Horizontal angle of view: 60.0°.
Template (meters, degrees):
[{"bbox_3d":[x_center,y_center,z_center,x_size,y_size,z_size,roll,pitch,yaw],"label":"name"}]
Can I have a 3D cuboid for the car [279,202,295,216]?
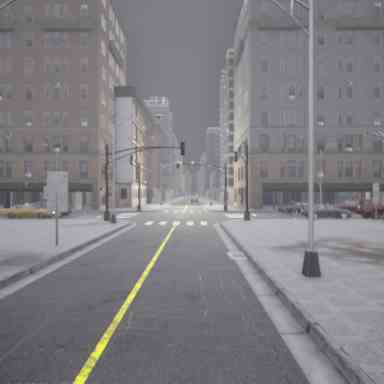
[{"bbox_3d":[12.128,1.809,35.325,4.718,1.301,1.895,0,0,-2],"label":"car"}]

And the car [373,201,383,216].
[{"bbox_3d":[22.148,1.717,35.251,4.892,1.490,1.837,0,0,0],"label":"car"}]

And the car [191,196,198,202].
[{"bbox_3d":[0.616,1.920,90.238,1.812,1.442,4.674,0,0,0],"label":"car"}]

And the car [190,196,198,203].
[{"bbox_3d":[0.548,2.013,80.233,1.812,1.442,4.674,0,0,0],"label":"car"}]

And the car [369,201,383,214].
[{"bbox_3d":[22.847,1.767,37.781,4.403,1.369,2.008,0,0,0],"label":"car"}]

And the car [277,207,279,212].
[{"bbox_3d":[12.029,1.756,37.864,4.507,1.381,1.887,0,0,0],"label":"car"}]

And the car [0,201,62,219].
[{"bbox_3d":[-14.708,1.718,30.044,4.829,1.417,1.752,0,0,0],"label":"car"}]

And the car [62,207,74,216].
[{"bbox_3d":[-14.141,1.700,32.567,4.892,1.490,1.837,0,0,-1],"label":"car"}]

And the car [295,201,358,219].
[{"bbox_3d":[11.967,1.753,29.839,4.403,1.369,2.008,0,0,0],"label":"car"}]

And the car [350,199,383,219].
[{"bbox_3d":[17.376,1.520,29.798,5.009,1.841,2.192,0,0,0],"label":"car"}]
